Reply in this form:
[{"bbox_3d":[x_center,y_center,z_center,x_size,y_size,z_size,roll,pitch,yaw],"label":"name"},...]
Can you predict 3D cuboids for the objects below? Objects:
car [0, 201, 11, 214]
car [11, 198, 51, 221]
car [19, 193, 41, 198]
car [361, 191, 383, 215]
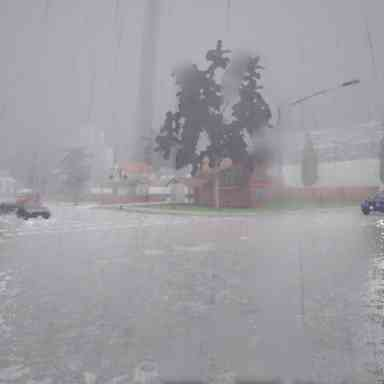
[{"bbox_3d":[-19.169,1.583,35.503,1.895,1.301,4.718,-1,0,-37],"label":"car"},{"bbox_3d":[-13.316,1.523,27.739,2.033,1.411,5.357,-1,0,-37],"label":"car"},{"bbox_3d":[-22.363,1.171,45.842,2.150,2.045,5.566,-1,0,-37],"label":"car"},{"bbox_3d":[17.031,0.913,28.966,5.566,2.045,2.150,-1,0,-35],"label":"car"}]
